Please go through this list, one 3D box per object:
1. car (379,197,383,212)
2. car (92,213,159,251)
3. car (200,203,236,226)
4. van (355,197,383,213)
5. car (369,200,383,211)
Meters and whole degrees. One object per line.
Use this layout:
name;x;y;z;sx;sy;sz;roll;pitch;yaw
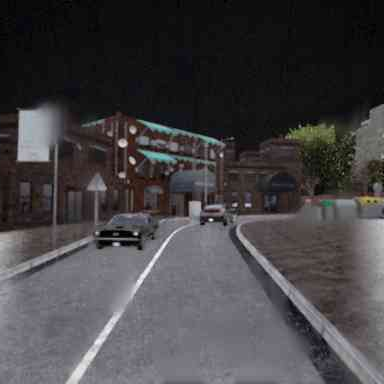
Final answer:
car;21.796;1.466;32.866;2.435;2.045;5.566;-2;-2;-11
car;-2.662;1.610;14.340;1.895;1.301;4.718;1;0;3
car;1.942;1.594;23.985;1.837;1.490;4.892;-1;-1;17
van;24.796;1.769;45.823;1.878;1.987;4.442;-2;-2;-11
car;27.527;1.877;46.455;2.231;1.521;4.892;-3;-2;-11
